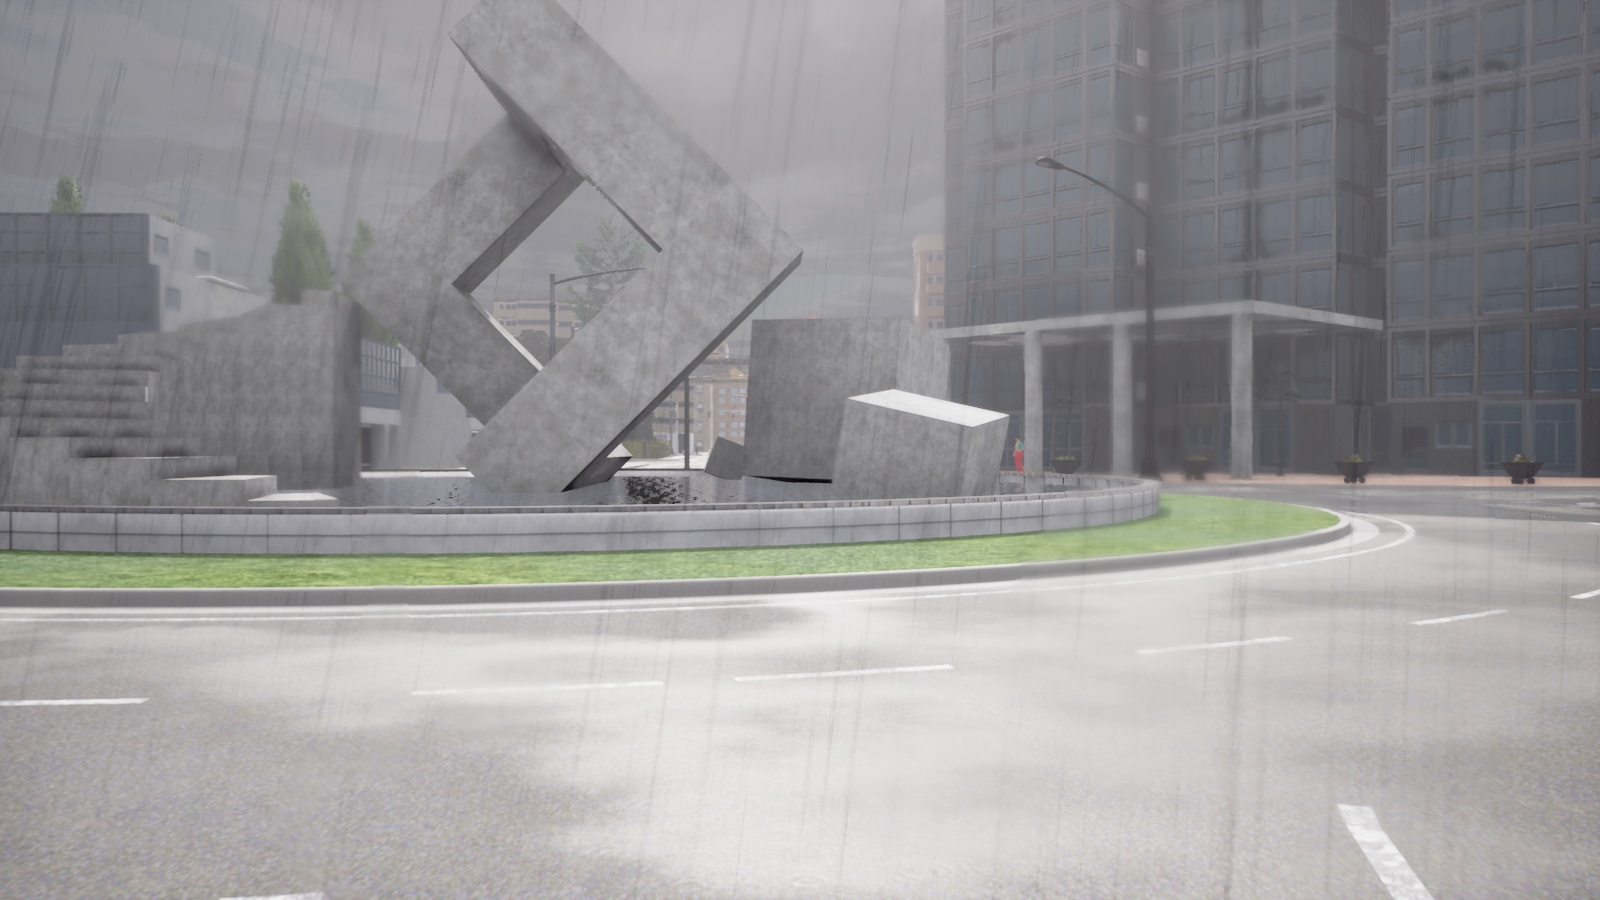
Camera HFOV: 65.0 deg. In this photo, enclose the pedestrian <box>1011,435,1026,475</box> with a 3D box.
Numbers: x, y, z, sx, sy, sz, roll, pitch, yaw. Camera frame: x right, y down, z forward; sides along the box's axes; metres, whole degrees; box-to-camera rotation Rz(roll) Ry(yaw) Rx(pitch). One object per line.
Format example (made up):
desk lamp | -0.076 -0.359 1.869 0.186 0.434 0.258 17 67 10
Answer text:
pedestrian | 10.069 0.221 57.901 0.345 1.836 0.594 0 0 -36
